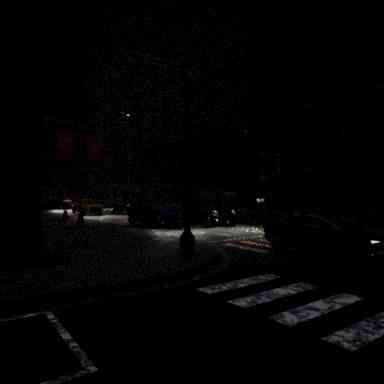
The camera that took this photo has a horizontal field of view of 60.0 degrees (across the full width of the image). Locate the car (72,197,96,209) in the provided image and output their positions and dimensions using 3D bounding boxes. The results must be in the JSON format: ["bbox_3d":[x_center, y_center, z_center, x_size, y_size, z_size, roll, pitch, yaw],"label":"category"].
[{"bbox_3d":[-14.454,1.458,44.380,1.812,1.442,4.674,0,0,-36],"label":"car"}]

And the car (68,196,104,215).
[{"bbox_3d":[-10.443,1.432,33.178,1.882,1.535,5.008,0,0,-36],"label":"car"}]

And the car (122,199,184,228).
[{"bbox_3d":[-2.609,1.452,22.295,1.882,1.535,5.008,0,0,-36],"label":"car"}]

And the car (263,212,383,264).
[{"bbox_3d":[4.806,1.487,11.998,2.128,1.511,4.902,0,0,-36],"label":"car"}]

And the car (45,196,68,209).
[{"bbox_3d":[-17.725,1.536,43.368,1.895,1.301,4.718,0,0,-35],"label":"car"}]

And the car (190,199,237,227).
[{"bbox_3d":[0.986,1.324,22.862,2.097,1.767,4.553,0,0,-36],"label":"car"}]

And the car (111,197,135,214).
[{"bbox_3d":[-6.348,1.306,33.049,2.097,1.767,4.553,0,0,-36],"label":"car"}]

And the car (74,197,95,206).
[{"bbox_3d":[-17.849,1.513,54.935,1.895,1.301,4.718,0,0,-36],"label":"car"}]
